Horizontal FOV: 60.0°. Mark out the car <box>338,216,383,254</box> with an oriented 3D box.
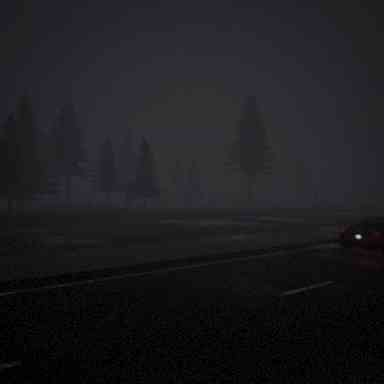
[{"bbox_3d":[8.004,1.699,13.887,4.181,1.385,1.994,1,0,-35],"label":"car"}]
